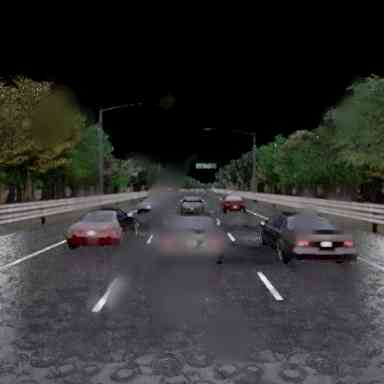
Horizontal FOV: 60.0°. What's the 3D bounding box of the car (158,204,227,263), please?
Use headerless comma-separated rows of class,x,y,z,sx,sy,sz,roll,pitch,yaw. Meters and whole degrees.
car,0.025,1.371,11.180,2.033,1.411,5.357,0,1,1

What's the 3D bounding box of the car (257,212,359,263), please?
car,3.525,1.372,11.176,2.033,1.411,5.357,0,1,1

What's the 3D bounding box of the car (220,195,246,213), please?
car,3.557,1.015,29.549,1.882,1.535,5.008,0,1,1

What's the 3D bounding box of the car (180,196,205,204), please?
car,0.046,1.048,28.342,2.128,1.511,4.902,0,1,1

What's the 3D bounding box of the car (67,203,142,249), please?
car,-3.452,1.353,13.476,1.994,1.385,4.181,0,1,1

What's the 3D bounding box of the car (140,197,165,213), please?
car,-3.452,1.117,28.614,1.994,1.385,4.181,0,1,1
